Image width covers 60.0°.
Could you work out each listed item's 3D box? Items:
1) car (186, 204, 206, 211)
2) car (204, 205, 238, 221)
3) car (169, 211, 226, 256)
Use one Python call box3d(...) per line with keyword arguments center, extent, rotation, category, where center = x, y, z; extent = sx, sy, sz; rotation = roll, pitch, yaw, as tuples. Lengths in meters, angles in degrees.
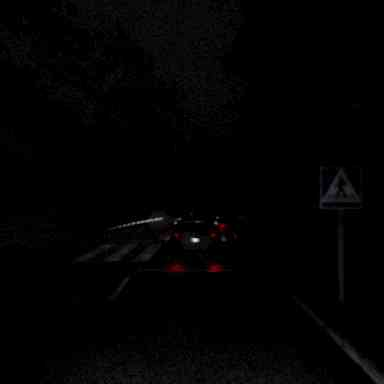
box3d(center=(0.842, 1.996, 34.979), extent=(1.994, 1.385, 4.181), rotation=(-1, -1, 26), category="car")
box3d(center=(2.991, 1.965, 30.949), extent=(1.895, 1.301, 4.718), rotation=(-1, -1, 20), category="car")
box3d(center=(0.157, 1.723, 13.922), extent=(1.994, 1.385, 4.181), rotation=(0, -1, 1), category="car")
